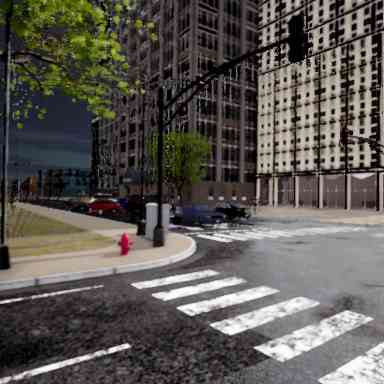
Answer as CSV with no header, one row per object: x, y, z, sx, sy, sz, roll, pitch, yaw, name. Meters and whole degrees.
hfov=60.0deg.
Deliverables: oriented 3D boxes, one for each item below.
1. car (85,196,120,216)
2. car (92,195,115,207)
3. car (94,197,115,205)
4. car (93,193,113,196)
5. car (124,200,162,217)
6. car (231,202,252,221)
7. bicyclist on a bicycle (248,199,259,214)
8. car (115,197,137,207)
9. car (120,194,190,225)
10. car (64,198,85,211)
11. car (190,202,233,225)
-8.343,1.423,31.832,1.882,1.535,5.008,1,-1,-34,car
-13.966,1.400,52.200,2.097,1.767,4.553,1,-1,-33,car
-16.099,1.647,61.138,2.033,1.411,5.357,1,-1,-34,car
-10.858,1.219,41.462,2.150,2.045,5.566,1,-1,-33,car
-4.920,1.537,32.560,1.812,1.442,4.674,1,-1,-34,car
2.800,1.581,27.235,2.128,1.511,4.902,1,-1,-34,car
6.458,1.531,35.079,1.656,1.620,0.582,1,0,-34,bicyclist on a bicycle
-10.538,1.639,52.824,1.812,1.442,4.674,1,-1,-34,car
-2.779,1.181,23.520,2.150,2.045,5.566,1,-1,-34,car
-14.058,1.480,40.392,2.033,1.411,5.357,1,-1,-34,car
0.382,1.571,24.691,2.033,1.411,5.357,1,-1,-31,car
